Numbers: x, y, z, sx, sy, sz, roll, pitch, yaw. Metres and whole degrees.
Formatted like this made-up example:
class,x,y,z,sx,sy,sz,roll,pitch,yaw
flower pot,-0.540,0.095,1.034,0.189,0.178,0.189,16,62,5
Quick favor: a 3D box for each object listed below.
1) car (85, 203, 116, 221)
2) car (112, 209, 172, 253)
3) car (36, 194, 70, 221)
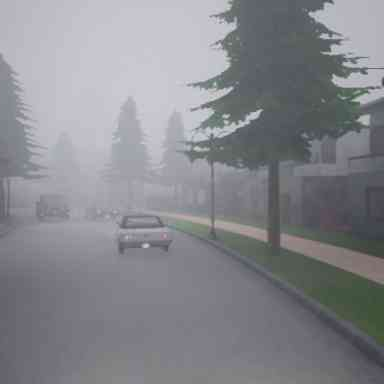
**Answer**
class,x,y,z,sx,sy,sz,roll,pitch,yaw
car,-7.497,1.559,27.314,1.895,1.301,4.718,0,0,-28
car,-2.141,1.571,13.657,1.895,1.301,4.718,0,0,-14
car,-11.442,1.204,27.195,2.150,2.045,5.566,0,0,-28
